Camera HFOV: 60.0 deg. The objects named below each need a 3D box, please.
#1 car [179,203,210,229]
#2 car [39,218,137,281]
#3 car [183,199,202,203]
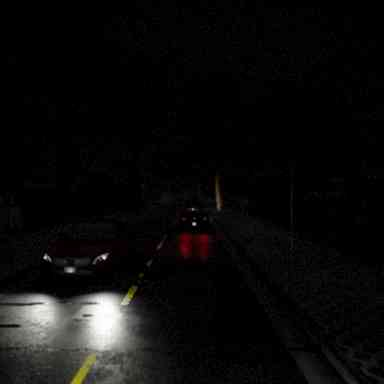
[{"bbox_3d":[0.104,1.653,22.308,1.895,1.301,4.718,0,0,-1],"label":"car"},{"bbox_3d":[-2.849,1.564,10.097,1.812,1.442,4.674,0,0,0],"label":"car"},{"bbox_3d":[0.099,1.532,37.576,1.837,1.490,4.892,0,0,0],"label":"car"}]
